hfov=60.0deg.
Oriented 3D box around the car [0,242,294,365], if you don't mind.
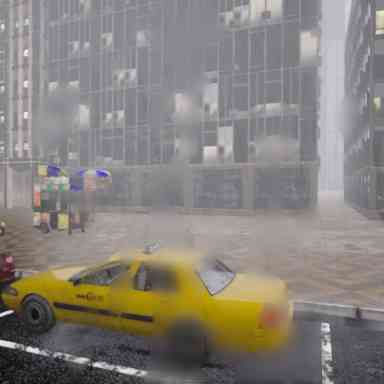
[{"bbox_3d":[-0.867,1.526,5.471,4.829,1.417,1.752,0,0,21],"label":"car"}]
